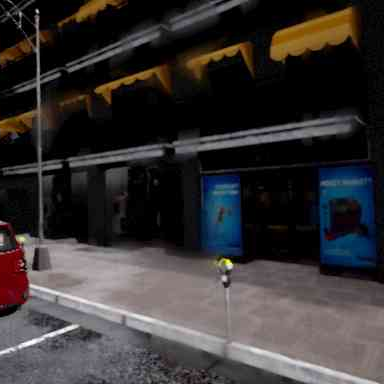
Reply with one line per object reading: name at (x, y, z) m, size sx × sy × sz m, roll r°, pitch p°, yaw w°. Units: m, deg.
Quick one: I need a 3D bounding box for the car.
car at (-5.109, 1.388, 6.355) m, size 5.009 × 1.841 × 2.192 m, roll -1°, pitch -2°, yaw 36°
